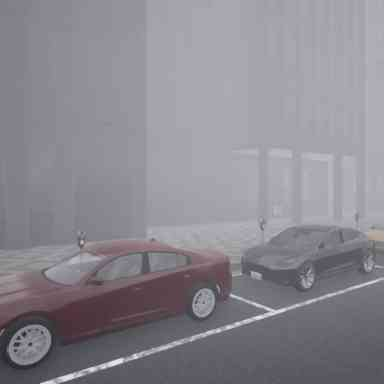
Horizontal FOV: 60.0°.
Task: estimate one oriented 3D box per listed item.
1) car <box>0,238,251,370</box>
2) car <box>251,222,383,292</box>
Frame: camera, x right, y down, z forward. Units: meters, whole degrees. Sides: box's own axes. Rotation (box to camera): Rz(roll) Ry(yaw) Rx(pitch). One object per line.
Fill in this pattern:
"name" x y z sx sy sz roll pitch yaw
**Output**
"car" -1.330 1.545 5.699 4.507 1.381 1.887 0 0 -35
"car" 3.262 1.566 8.966 4.313 1.339 1.947 0 0 -35
